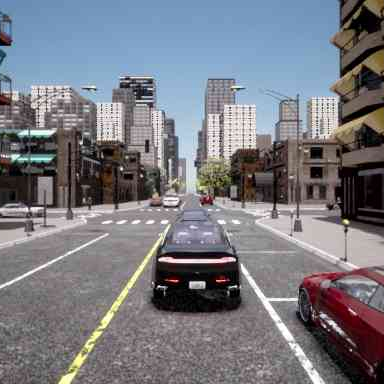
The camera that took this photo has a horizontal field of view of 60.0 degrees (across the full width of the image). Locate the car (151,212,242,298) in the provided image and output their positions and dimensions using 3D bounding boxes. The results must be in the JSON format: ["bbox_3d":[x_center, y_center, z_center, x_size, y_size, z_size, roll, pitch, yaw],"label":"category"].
[{"bbox_3d":[0.097,1.494,8.515,2.128,1.511,4.902,0,0,0],"label":"car"}]

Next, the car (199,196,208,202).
[{"bbox_3d":[2.660,1.644,75.533,1.947,1.339,4.313,0,0,0],"label":"car"}]

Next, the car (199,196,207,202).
[{"bbox_3d":[2.658,1.640,81.058,2.008,1.369,4.403,0,0,0],"label":"car"}]

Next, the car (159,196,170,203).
[{"bbox_3d":[-5.717,1.593,69.833,1.752,1.417,4.829,0,0,0],"label":"car"}]

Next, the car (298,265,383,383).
[{"bbox_3d":[2.690,1.583,4.204,1.802,1.307,4.206,0,0,0],"label":"car"}]

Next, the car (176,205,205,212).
[{"bbox_3d":[0.094,1.572,17.377,1.994,1.385,4.181,0,0,0],"label":"car"}]

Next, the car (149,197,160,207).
[{"bbox_3d":[-5.799,1.586,53.431,1.887,1.381,4.507,0,0,0],"label":"car"}]

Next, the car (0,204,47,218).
[{"bbox_3d":[-16.577,1.791,31.945,4.718,1.301,1.895,-1,0,0],"label":"car"}]

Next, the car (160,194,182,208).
[{"bbox_3d":[-3.106,1.259,50.490,2.150,2.045,5.566,0,0,0],"label":"car"}]

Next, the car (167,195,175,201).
[{"bbox_3d":[-5.727,1.639,91.934,1.752,1.417,4.829,0,0,0],"label":"car"}]

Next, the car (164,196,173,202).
[{"bbox_3d":[-5.722,1.671,81.054,1.802,1.307,4.206,0,0,0],"label":"car"}]

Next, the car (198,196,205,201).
[{"bbox_3d":[2.653,1.696,92.107,1.802,1.307,4.206,0,0,0],"label":"car"}]

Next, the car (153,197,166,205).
[{"bbox_3d":[-5.713,1.616,58.952,1.947,1.339,4.313,0,0,0],"label":"car"}]

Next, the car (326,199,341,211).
[{"bbox_3d":[17.473,1.378,37.761,4.313,1.339,1.947,-1,0,0],"label":"car"}]

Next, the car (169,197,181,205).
[{"bbox_3d":[-3.091,1.616,60.541,1.994,1.385,4.181,0,0,0],"label":"car"}]

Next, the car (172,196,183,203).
[{"bbox_3d":[-3.029,1.609,70.873,2.033,1.411,5.357,0,0,0],"label":"car"}]

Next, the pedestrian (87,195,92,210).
[{"bbox_3d":[-12.528,1.311,40.686,0.375,1.860,0.375,0,0,0],"label":"pedestrian"}]

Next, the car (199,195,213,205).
[{"bbox_3d":[2.668,1.365,58.956,2.192,1.841,5.009,0,0,0],"label":"car"}]

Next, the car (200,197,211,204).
[{"bbox_3d":[2.665,1.624,64.482,1.947,1.339,4.313,0,0,0],"label":"car"}]
